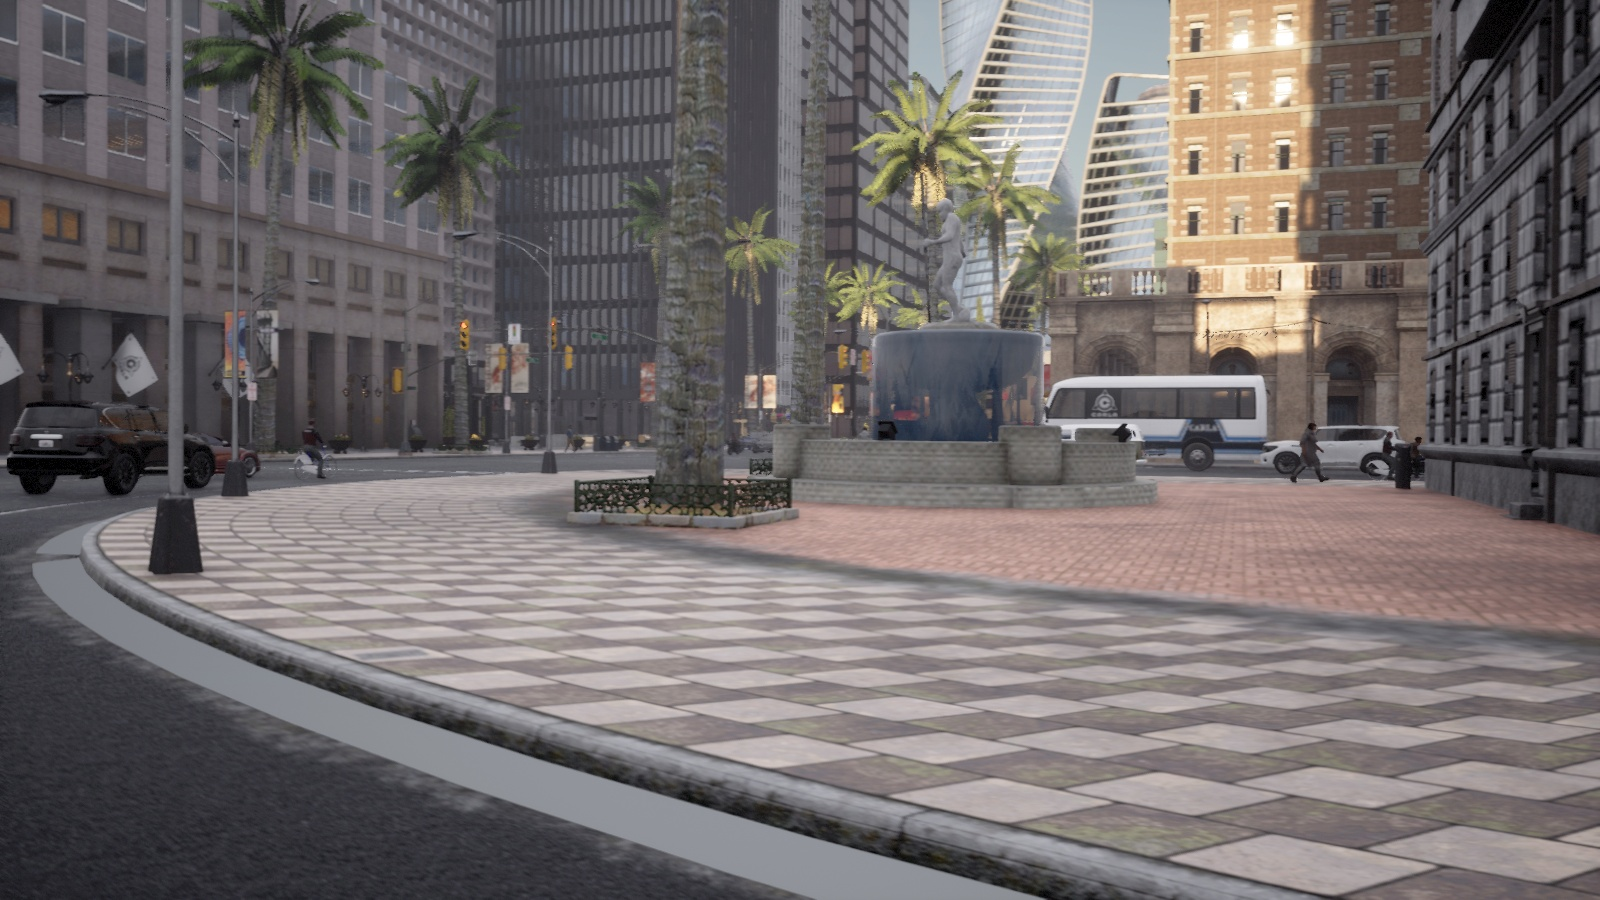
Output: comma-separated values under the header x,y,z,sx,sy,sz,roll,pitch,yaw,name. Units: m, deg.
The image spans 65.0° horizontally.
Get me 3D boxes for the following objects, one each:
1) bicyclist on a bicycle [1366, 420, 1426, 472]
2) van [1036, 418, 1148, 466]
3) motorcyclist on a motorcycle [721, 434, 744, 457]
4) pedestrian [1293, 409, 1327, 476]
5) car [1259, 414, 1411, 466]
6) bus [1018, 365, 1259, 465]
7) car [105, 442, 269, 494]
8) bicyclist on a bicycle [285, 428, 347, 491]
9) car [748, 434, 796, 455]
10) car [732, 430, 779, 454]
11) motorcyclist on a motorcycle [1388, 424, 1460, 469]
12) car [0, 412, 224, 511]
x,y,z,sx,sy,sz,roll,pitch,yaw,name
20.925,-0.143,44.141,1.843,1.776,0.659,0,1,20,bicyclist on a bicycle
12.685,-0.353,54.495,4.480,2.038,2.069,0,1,20,van
-4.487,-0.328,84.091,0.797,1.523,2.044,0,1,20,motorcyclist on a motorcycle
15.167,-0.221,37.338,0.873,1.952,0.659,0,1,29,pedestrian
21.730,-0.393,51.282,5.566,2.045,2.150,0,1,20,car
15.422,-1.512,57.225,10.273,4.253,3.944,0,1,20,bus
-17.759,0.476,36.622,1.994,1.385,4.181,0,1,16,car
-14.068,0.253,36.516,0.659,1.776,1.843,0,1,17,bicyclist on a bicycle
-1.976,-0.417,91.051,1.837,1.490,4.892,0,1,20,car
-3.395,-0.633,97.429,2.097,1.767,4.553,0,1,20,car
23.336,-0.121,46.995,2.350,1.649,0.766,0,1,20,motorcyclist on a motorcycle
-15.678,0.213,28.866,2.150,2.045,5.566,0,1,2,car
